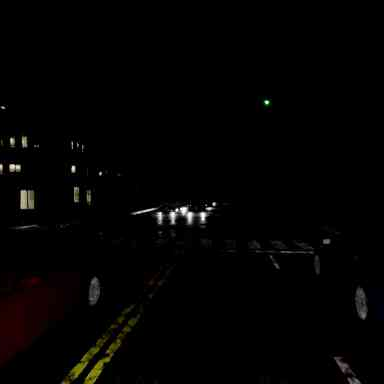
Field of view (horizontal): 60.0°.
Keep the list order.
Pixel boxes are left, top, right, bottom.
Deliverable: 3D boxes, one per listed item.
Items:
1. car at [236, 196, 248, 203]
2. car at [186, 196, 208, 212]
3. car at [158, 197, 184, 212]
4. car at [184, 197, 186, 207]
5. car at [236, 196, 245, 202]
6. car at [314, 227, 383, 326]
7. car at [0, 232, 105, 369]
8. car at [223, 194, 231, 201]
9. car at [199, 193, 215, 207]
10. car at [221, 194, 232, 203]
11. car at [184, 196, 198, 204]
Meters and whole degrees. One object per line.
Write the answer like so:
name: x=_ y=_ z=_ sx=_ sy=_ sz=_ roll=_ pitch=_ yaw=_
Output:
car: x=10.484 y=1.522 z=68.414 sx=2.033 sy=1.411 sz=5.357 roll=0 pitch=0 yaw=6
car: x=0.655 y=1.514 z=39.229 sx=1.812 sy=1.442 sz=4.674 roll=0 pitch=0 yaw=4
car: x=-2.567 y=1.514 z=39.605 sx=1.812 sy=1.442 sz=4.674 roll=0 pitch=0 yaw=8
car: x=-1.470 y=1.475 z=49.949 sx=2.128 sy=1.511 sz=4.902 roll=0 pitch=0 yaw=6
car: x=11.503 y=1.564 z=78.975 sx=1.895 sy=1.301 sz=4.718 roll=0 pitch=0 yaw=6
car: x=3.983 y=1.476 z=6.969 sx=1.882 sy=1.535 sz=5.008 roll=0 pitch=0 yaw=7
car: x=-2.962 y=1.477 z=5.053 sx=1.882 sy=1.535 sz=5.008 roll=0 pitch=0 yaw=6
car: x=8.268 y=1.279 z=79.284 sx=1.882 sy=1.535 sz=5.008 roll=0 pitch=0 yaw=6
car: x=1.929 y=1.206 z=51.171 sx=2.150 sy=2.045 sz=5.566 roll=0 pitch=0 yaw=6
car: x=7.170 y=1.479 z=68.924 sx=1.837 sy=1.490 sz=4.892 roll=0 pitch=0 yaw=6
car: x=-0.119 y=1.470 z=62.384 sx=2.128 sy=1.511 sz=4.902 roll=0 pitch=0 yaw=6
